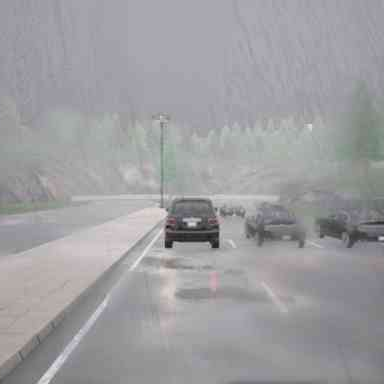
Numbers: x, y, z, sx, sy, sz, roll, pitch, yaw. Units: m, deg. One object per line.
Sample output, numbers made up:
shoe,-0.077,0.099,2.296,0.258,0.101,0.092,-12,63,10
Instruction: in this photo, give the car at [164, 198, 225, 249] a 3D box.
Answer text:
car,0.000,1.255,14.680,2.150,2.045,5.566,0,0,0

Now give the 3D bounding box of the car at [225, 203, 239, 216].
car,3.500,1.614,29.680,1.895,1.301,4.718,0,0,0

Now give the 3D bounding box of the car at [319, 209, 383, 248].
car,7.000,1.492,14.650,2.128,1.511,4.902,0,0,0

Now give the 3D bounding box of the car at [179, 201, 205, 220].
car,0.000,1.561,29.650,2.033,1.411,5.357,0,0,0

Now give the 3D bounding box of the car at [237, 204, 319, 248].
car,3.500,1.492,14.650,2.128,1.511,4.902,0,0,0

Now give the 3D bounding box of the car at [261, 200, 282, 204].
car,7.000,1.514,29.650,1.837,1.490,4.892,0,0,0
